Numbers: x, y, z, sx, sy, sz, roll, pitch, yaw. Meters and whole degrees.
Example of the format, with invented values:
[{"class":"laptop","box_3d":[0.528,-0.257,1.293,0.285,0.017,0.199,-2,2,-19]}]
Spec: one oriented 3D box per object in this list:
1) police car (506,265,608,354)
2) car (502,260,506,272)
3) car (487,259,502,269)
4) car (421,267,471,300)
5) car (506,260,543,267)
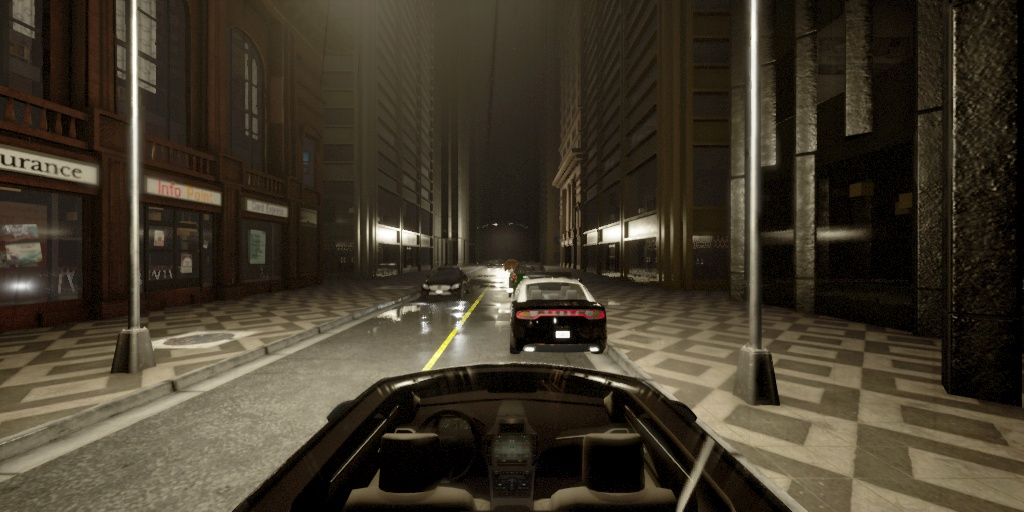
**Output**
[{"class":"police car","box_3d":[0.889,1.177,8.891,1.930,1.638,5.238,0,0,0]},{"class":"car","box_3d":[-0.035,1.277,48.219,1.882,1.535,5.008,0,0,0]},{"class":"car","box_3d":[-3.174,1.338,60.943,1.837,1.490,4.892,0,-1,0]},{"class":"car","box_3d":[-3.128,1.283,17.742,1.812,1.442,4.674,0,0,0]},{"class":"car","box_3d":[0.872,1.109,18.752,2.097,1.767,4.553,0,0,0]}]
